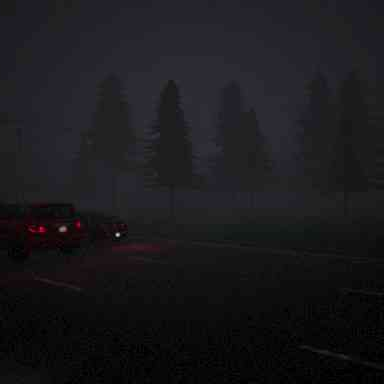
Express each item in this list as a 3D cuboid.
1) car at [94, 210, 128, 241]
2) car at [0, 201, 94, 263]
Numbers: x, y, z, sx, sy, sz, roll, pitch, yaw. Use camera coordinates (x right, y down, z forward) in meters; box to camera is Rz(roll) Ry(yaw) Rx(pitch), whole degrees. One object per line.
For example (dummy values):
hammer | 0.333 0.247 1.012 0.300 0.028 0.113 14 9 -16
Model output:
car | -5.286 1.660 16.240 4.892 1.490 1.837 0 0 35
car | -6.550 1.367 12.848 5.566 2.045 2.150 0 0 36
